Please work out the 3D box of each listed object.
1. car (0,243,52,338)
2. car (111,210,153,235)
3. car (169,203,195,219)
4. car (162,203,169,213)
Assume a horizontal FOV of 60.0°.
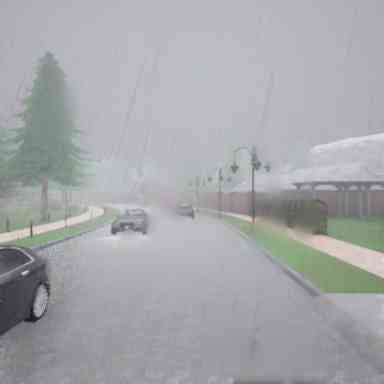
[{"bbox_3d":[-3.614,1.551,4.575,1.837,1.490,4.892,0,0,0],"label":"car"},{"bbox_3d":[-3.551,1.763,20.190,1.994,1.385,4.181,0,-1,0],"label":"car"},{"bbox_3d":[-0.851,1.812,32.571,2.128,1.511,4.902,0,-1,-7],"label":"car"},{"bbox_3d":[-2.720,2.025,43.191,1.895,1.301,4.718,0,-1,-12],"label":"car"}]
